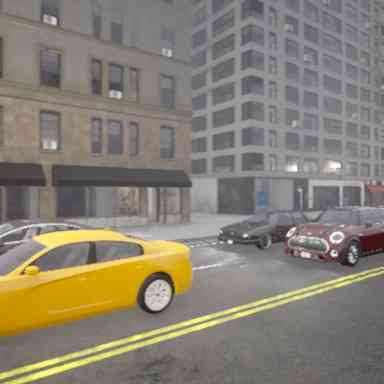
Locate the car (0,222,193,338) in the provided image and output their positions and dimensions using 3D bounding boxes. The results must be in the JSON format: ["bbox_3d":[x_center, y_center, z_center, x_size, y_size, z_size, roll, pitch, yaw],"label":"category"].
[{"bbox_3d":[-2.320,1.471,6.008,5.008,1.535,1.882,0,0,-35],"label":"car"}]

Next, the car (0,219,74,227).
[{"bbox_3d":[-4.340,1.486,8.622,4.902,1.511,2.128,0,0,-39],"label":"car"}]

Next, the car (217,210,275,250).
[{"bbox_3d":[3.647,1.493,14.221,5.357,1.411,2.033,0,0,-35],"label":"car"}]

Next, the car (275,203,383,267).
[{"bbox_3d":[5.243,1.300,11.362,4.553,1.767,2.097,0,0,-36],"label":"car"}]
